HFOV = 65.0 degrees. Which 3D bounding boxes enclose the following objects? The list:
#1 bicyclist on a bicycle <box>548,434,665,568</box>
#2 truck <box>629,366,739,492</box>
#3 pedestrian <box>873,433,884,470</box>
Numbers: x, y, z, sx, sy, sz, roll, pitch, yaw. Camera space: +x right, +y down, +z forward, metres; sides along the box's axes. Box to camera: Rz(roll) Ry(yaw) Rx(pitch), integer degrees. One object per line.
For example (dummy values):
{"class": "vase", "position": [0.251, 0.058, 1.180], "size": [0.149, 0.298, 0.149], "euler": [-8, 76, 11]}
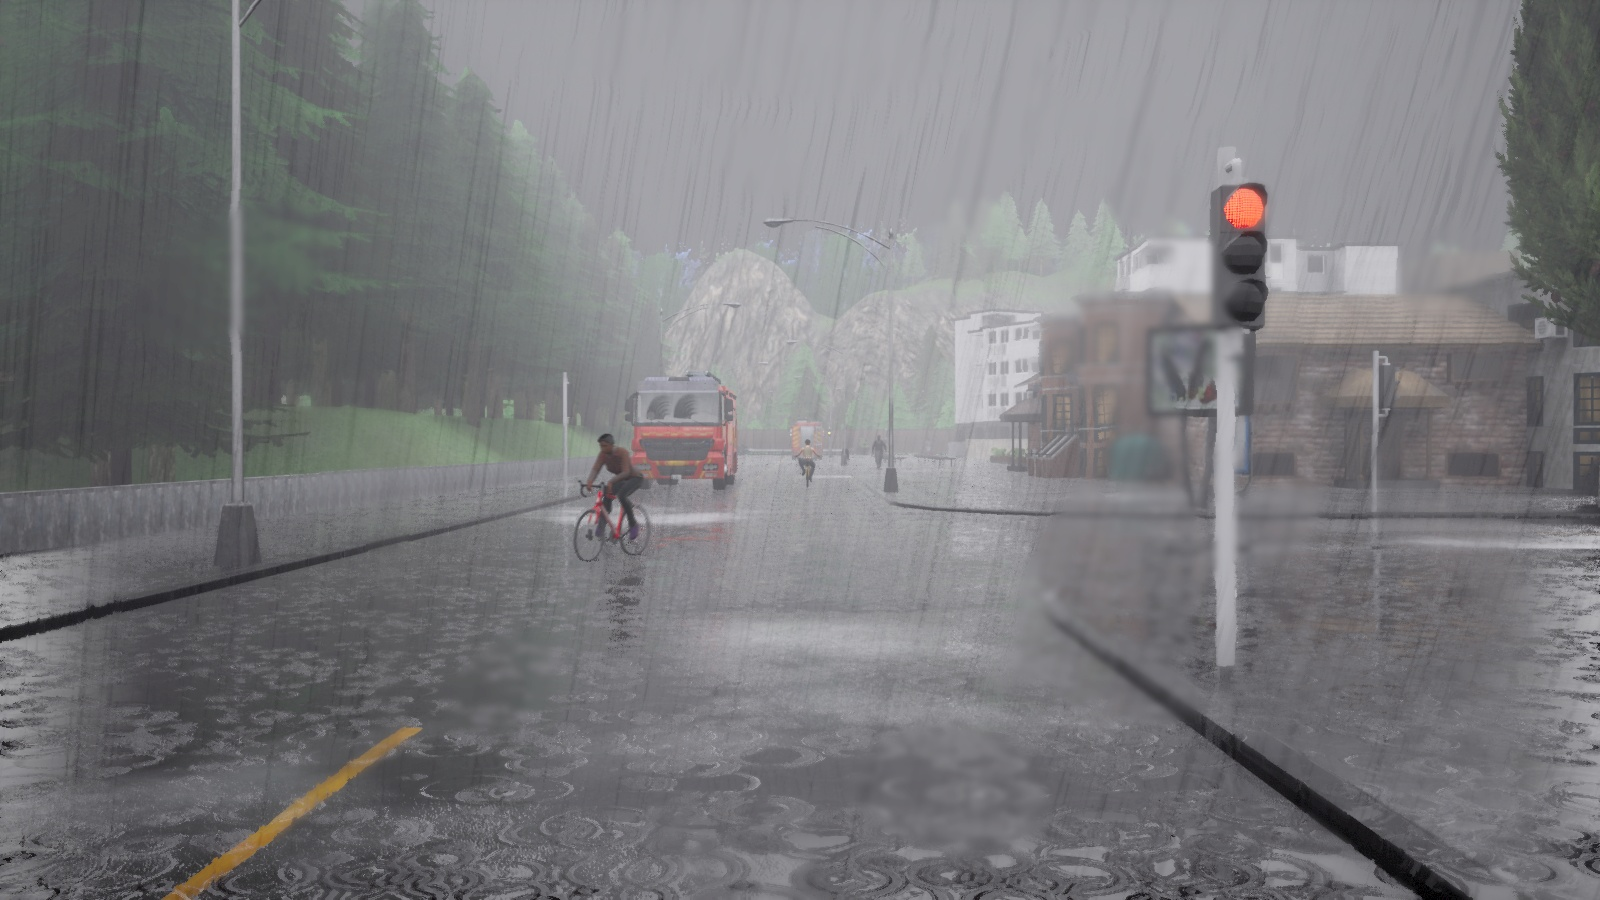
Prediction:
{"class": "bicyclist on a bicycle", "position": [-2.458, 0.606, 16.124], "size": [0.582, 1.620, 1.656], "euler": [2, 1, 28]}
{"class": "truck", "position": [-3.747, -0.661, 42.435], "size": [2.891, 3.827, 8.468], "euler": [0, 0, 0]}
{"class": "pedestrian", "position": [4.046, 0.093, 64.659], "size": [0.563, 1.883, 0.849], "euler": [0, 0, 1]}
